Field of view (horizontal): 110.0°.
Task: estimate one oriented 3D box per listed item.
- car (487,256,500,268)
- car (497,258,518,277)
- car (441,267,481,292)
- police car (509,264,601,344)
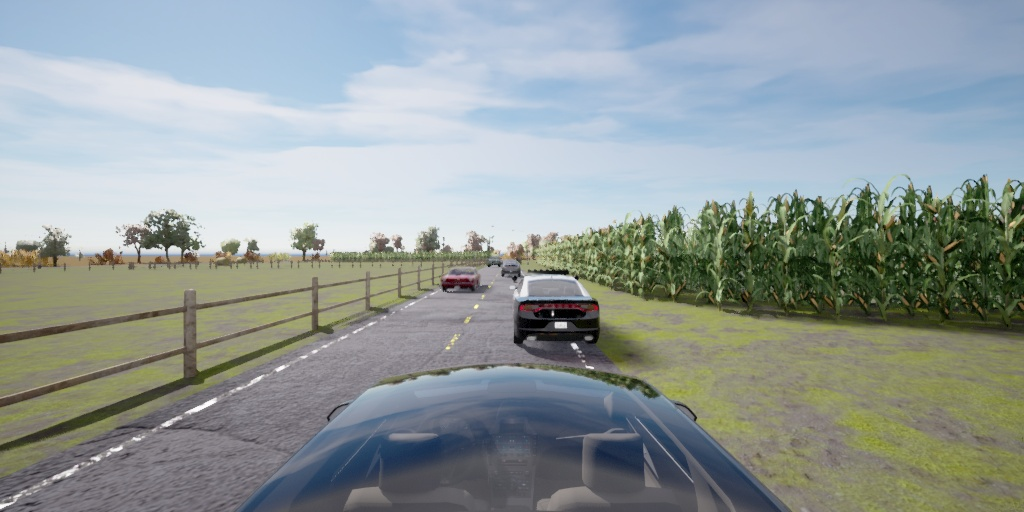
[{"bbox_3d":[-3.122,0.971,63.765,2.150,2.045,5.566,0,0,0],"label":"car"},{"bbox_3d":[-0.089,1.241,36.018,2.128,1.511,4.902,0,0,0],"label":"car"},{"bbox_3d":[-2.921,1.349,21.246,1.895,1.301,4.718,0,0,0],"label":"car"},{"bbox_3d":[0.959,1.174,9.732,1.930,1.638,5.238,0,0,0],"label":"police car"}]
